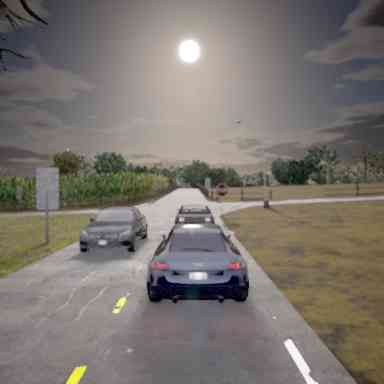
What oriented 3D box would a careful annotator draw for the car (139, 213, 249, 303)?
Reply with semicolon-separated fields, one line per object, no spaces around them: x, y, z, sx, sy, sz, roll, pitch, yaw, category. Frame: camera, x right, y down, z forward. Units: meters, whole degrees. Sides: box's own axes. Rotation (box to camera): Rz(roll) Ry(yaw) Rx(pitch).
0.111;1.425;7.920;1.994;1.385;4.181;0;1;0;car

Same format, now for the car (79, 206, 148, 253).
-2.802;1.295;12.810;1.812;1.442;4.674;0;1;0;car

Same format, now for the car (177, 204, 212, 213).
0.126;1.265;17.800;1.895;1.301;4.718;0;1;0;car
